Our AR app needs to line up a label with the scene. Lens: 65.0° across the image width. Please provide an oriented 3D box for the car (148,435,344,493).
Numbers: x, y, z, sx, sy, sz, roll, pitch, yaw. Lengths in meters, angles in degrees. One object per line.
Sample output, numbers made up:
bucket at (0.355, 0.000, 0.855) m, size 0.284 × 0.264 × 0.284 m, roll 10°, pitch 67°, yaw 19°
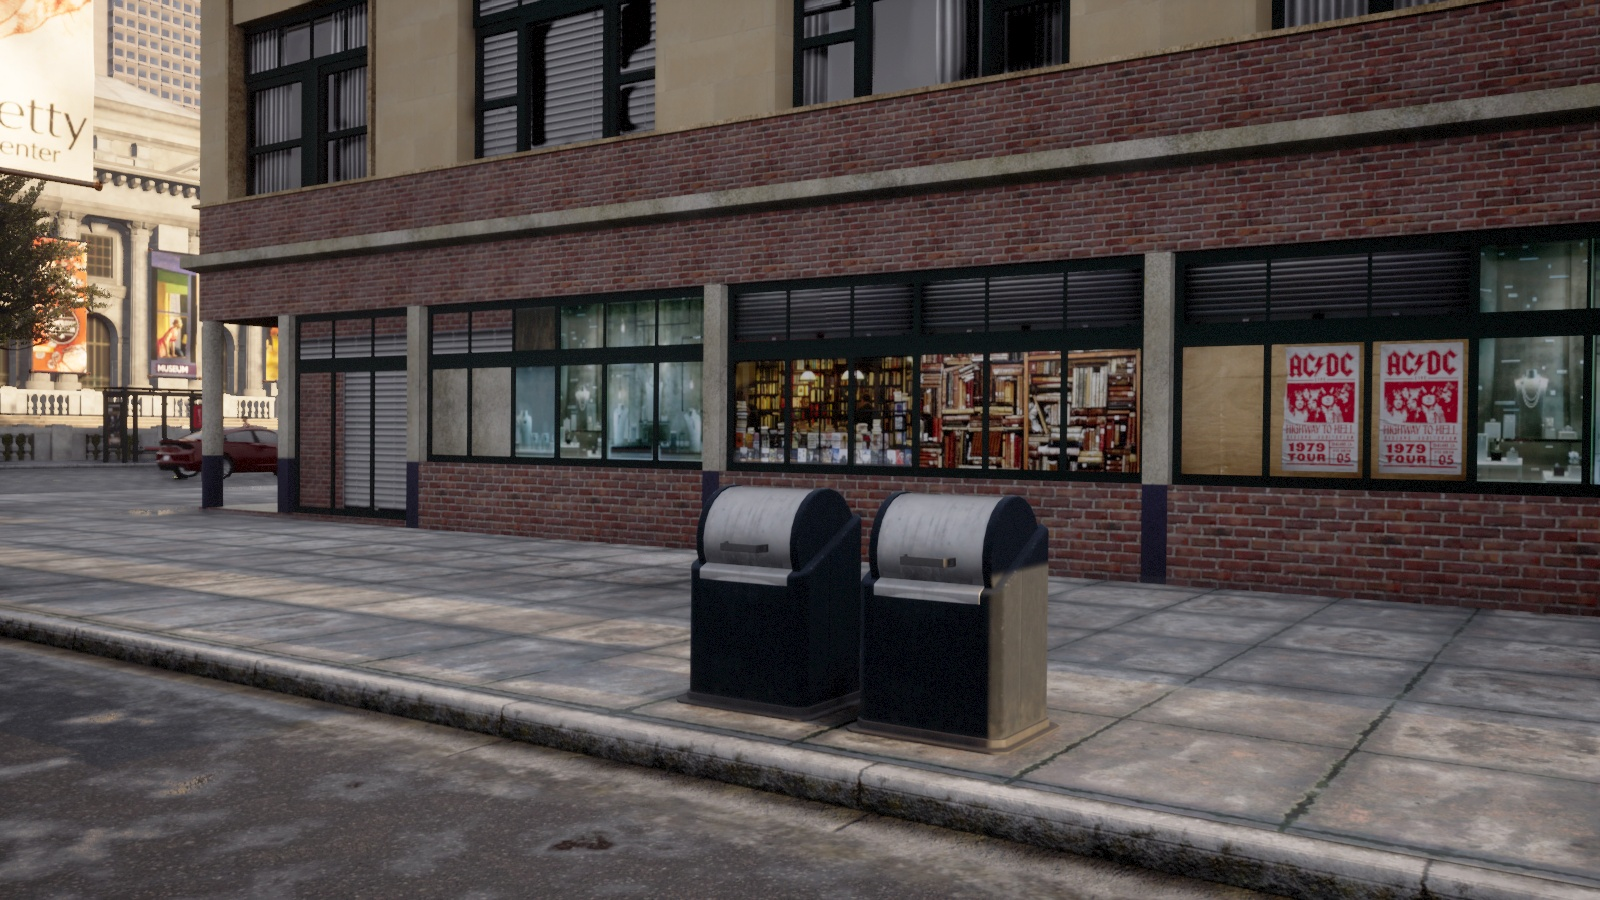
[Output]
car at (-16.082, 0.349, 36.750) m, size 1.882 × 1.535 × 5.008 m, roll 0°, pitch 1°, yaw 34°
